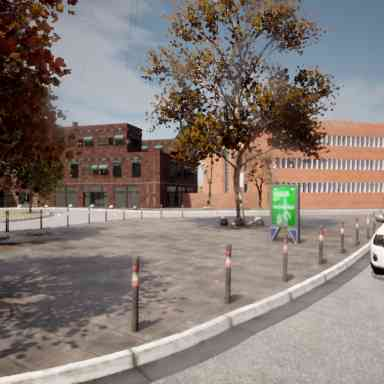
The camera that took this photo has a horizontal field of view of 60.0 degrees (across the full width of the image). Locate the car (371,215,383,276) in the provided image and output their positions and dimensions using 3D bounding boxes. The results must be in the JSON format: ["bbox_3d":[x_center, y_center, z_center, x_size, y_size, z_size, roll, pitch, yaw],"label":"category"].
[{"bbox_3d":[6.986,1.243,9.906,2.150,2.045,5.566,0,0,39],"label":"car"}]
